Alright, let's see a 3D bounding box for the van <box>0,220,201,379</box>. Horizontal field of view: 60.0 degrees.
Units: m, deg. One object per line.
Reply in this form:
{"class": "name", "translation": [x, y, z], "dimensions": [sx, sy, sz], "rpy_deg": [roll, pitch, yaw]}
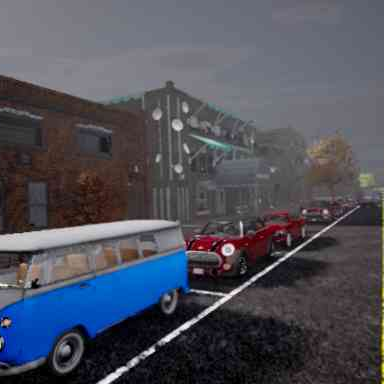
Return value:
{"class": "van", "translation": [-1.635, 1.446, 5.522], "dimensions": [1.690, 1.788, 3.998], "rpy_deg": [-3, -1, 30]}

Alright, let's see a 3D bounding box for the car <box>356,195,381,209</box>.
{"class": "car", "translation": [20.928, 1.337, 39.399], "dimensions": [1.895, 1.301, 4.718], "rpy_deg": [-2, -1, 30]}

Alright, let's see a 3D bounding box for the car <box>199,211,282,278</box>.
{"class": "car", "translation": [1.137, 1.507, 10.330], "dimensions": [1.967, 1.590, 4.097], "rpy_deg": [-3, -1, 30]}

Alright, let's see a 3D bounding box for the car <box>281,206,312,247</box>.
{"class": "car", "translation": [3.908, 1.572, 15.137], "dimensions": [1.887, 1.381, 4.507], "rpy_deg": [-3, -1, 30]}

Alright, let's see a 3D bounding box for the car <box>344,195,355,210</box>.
{"class": "car", "translation": [17.745, 1.415, 39.181], "dimensions": [1.802, 1.307, 4.206], "rpy_deg": [-3, -1, 30]}

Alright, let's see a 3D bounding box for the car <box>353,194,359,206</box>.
{"class": "car", "translation": [20.511, 1.345, 43.990], "dimensions": [2.008, 1.369, 4.403], "rpy_deg": [-3, -1, 30]}

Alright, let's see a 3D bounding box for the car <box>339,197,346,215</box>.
{"class": "car", "translation": [12.210, 1.456, 29.564], "dimensions": [1.887, 1.381, 4.507], "rpy_deg": [-3, -1, 30]}

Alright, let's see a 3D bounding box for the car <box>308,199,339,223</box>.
{"class": "car", "translation": [9.438, 1.390, 24.756], "dimensions": [1.967, 1.590, 4.097], "rpy_deg": [-3, -1, 30]}

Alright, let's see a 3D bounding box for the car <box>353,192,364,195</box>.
{"class": "car", "translation": [31.571, 0.952, 63.229], "dimensions": [2.192, 1.841, 5.009], "rpy_deg": [-3, -1, 30]}
